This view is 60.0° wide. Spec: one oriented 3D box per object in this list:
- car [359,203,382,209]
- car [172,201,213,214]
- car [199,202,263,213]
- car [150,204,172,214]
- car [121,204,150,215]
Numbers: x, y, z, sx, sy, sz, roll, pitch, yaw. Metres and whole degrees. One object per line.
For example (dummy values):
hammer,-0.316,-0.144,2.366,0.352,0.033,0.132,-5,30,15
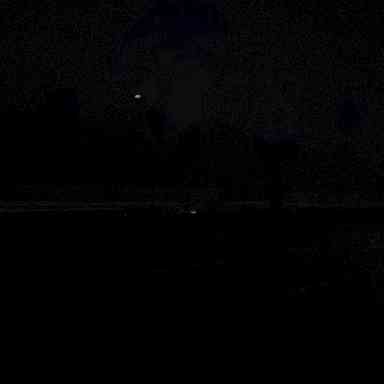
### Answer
car,29.620,2.568,55.127,5.008,1.535,1.882,2,-1,-35
car,1.147,1.537,26.308,4.553,1.767,2.097,1,-1,-35
car,3.163,1.692,23.448,4.892,1.490,1.837,1,-1,-35
car,-0.761,1.677,29.245,4.902,1.511,2.128,1,-1,-35
car,-4.135,1.758,31.139,4.718,1.301,1.895,1,-1,-35
